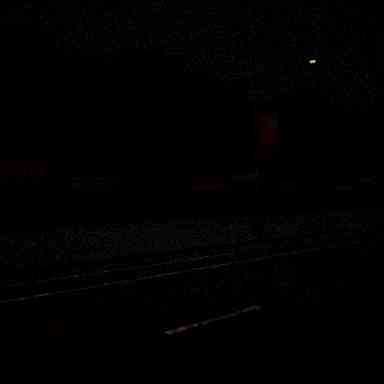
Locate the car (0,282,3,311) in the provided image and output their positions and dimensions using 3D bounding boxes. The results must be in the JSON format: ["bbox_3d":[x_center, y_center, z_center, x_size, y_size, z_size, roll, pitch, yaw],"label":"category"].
[{"bbox_3d":[-5.116,1.493,4.020,4.902,1.511,2.128,0,0,-36],"label":"car"}]
